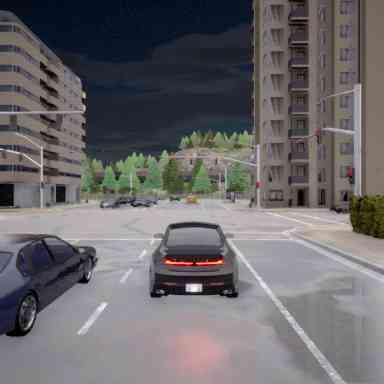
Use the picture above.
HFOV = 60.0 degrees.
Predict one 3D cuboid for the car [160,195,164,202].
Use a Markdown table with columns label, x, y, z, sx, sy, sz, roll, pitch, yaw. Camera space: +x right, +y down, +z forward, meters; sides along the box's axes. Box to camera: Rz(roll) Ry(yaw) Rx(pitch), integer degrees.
| label | x | y | z | sx | sy | sz | roll | pitch | yaw |
| --- | --- | --- | --- | --- | --- | --- | --- | --- | --- |
| car | -7.123 | 1.410 | 72.090 | 1.994 | 1.385 | 4.181 | 0 | 0 | 0 |

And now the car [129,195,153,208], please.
| label | x | y | z | sx | sy | sz | roll | pitch | yaw |
| --- | --- | --- | --- | --- | --- | --- | --- | --- | --- |
| car | -7.168 | 1.563 | 47.088 | 1.994 | 1.385 | 4.181 | 0 | 0 | 0 |

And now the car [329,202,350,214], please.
| label | x | y | z | sx | sy | sz | roll | pitch | yaw |
| --- | --- | --- | --- | --- | --- | --- | --- | --- | --- |
| car | 17.286 | 1.547 | 34.639 | 5.357 | 1.411 | 2.033 | 0 | 0 | 0 |

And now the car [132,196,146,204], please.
| label | x | y | z | sx | sy | sz | roll | pitch | yaw |
| --- | --- | --- | --- | --- | --- | --- | --- | --- | --- |
| car | -10.631 | 1.564 | 67.090 | 1.994 | 1.385 | 4.181 | 0 | 0 | 0 |

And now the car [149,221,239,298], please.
| label | x | y | z | sx | sy | sz | roll | pitch | yaw |
| --- | --- | --- | --- | --- | --- | --- | --- | --- | --- |
| car | 0.049 | 1.505 | 8.505 | 1.837 | 1.490 | 4.892 | 0 | 0 | 0 |

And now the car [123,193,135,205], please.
| label | x | y | z | sx | sy | sz | roll | pitch | yaw |
| --- | --- | --- | --- | --- | --- | --- | --- | --- | --- |
| car | -10.677 | 1.225 | 55.715 | 2.150 | 2.045 | 5.566 | 0 | 0 | 0 |

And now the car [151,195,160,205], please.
| label | x | y | z | sx | sy | sz | roll | pitch | yaw |
| --- | --- | --- | --- | --- | --- | --- | --- | --- | --- |
| car | -7.174 | 1.351 | 57.551 | 2.097 | 1.767 | 4.553 | 0 | 0 | 0 |

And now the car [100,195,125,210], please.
| label | x | y | z | sx | sy | sz | roll | pitch | yaw |
| --- | --- | --- | --- | --- | --- | --- | --- | --- | --- |
| car | -10.668 | 1.492 | 43.529 | 2.128 | 1.511 | 4.902 | 0 | 0 | 0 |

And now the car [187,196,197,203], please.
| label | x | y | z | sx | sy | sz | roll | pitch | yaw |
| --- | --- | --- | --- | --- | --- | --- | --- | --- | --- |
| car | -0.020 | 1.477 | 68.277 | 1.882 | 1.535 | 5.008 | 0 | 0 | 0 |

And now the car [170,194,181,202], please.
| label | x | y | z | sx | sy | sz | roll | pitch | yaw |
| --- | --- | --- | --- | --- | --- | --- | --- | --- | --- |
| car | -3.625 | 1.194 | 72.963 | 2.097 | 1.767 | 4.553 | 0 | 0 | 0 |

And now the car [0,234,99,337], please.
| label | x | y | z | sx | sy | sz | roll | pitch | yaw |
| --- | --- | --- | --- | --- | --- | --- | --- | --- | --- |
| car | -3.461 | 1.547 | 6.576 | 2.033 | 1.411 | 5.357 | 0 | 0 | 0 |
